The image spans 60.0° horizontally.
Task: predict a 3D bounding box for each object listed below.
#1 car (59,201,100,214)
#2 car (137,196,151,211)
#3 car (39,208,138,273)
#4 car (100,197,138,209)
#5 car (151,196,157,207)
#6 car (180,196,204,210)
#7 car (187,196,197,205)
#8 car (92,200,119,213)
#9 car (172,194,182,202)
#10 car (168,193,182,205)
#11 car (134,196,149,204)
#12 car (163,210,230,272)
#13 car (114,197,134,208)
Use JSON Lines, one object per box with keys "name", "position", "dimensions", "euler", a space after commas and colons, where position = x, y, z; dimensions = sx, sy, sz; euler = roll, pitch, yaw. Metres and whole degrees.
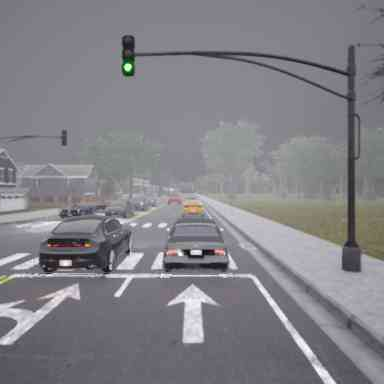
{"name": "car", "position": [-9.841, 1.597, 28.926], "dimensions": [1.895, 1.301, 4.718], "euler": [0, 0, 0]}
{"name": "car", "position": [-6.578, 1.341, 40.303], "dimensions": [2.097, 1.767, 4.553], "euler": [0, 0, 0]}
{"name": "car", "position": [-3.145, 1.507, 10.692], "dimensions": [1.837, 1.490, 4.892], "euler": [0, 0, 0]}
{"name": "car", "position": [-6.555, 1.500, 30.444], "dimensions": [1.837, 1.490, 4.892], "euler": [0, 0, 2]}
{"name": "car", "position": [-6.527, 1.334, 50.241], "dimensions": [2.097, 1.767, 4.553], "euler": [0, 0, 1]}
{"name": "car", "position": [0.107, 1.472, 32.134], "dimensions": [1.882, 1.535, 5.008], "euler": [0, 0, 0]}
{"name": "car", "position": [0.016, 1.481, 60.850], "dimensions": [1.837, 1.490, 4.892], "euler": [0, 0, 0]}
{"name": "car", "position": [-9.841, 1.591, 38.095], "dimensions": [1.895, 1.301, 4.718], "euler": [0, 0, 0]}
{"name": "car", "position": [-3.234, 1.296, 70.902], "dimensions": [1.882, 1.535, 5.008], "euler": [0, 0, 0]}
{"name": "car", "position": [-3.237, 1.196, 60.511], "dimensions": [2.150, 2.045, 5.566], "euler": [0, 0, 0]}
{"name": "car", "position": [-9.736, 1.521, 64.651], "dimensions": [2.033, 1.411, 5.357], "euler": [0, 0, 0]}
{"name": "car", "position": [0.103, 1.549, 10.770], "dimensions": [2.033, 1.411, 5.357], "euler": [0, 0, 0]}
{"name": "car", "position": [-9.786, 1.488, 48.484], "dimensions": [1.837, 1.490, 4.892], "euler": [0, 0, 1]}
